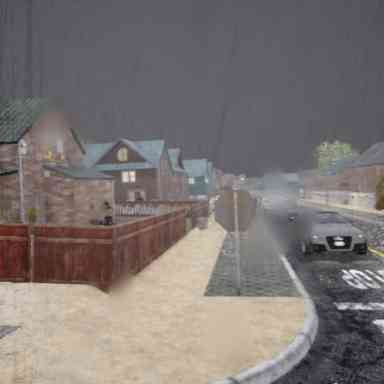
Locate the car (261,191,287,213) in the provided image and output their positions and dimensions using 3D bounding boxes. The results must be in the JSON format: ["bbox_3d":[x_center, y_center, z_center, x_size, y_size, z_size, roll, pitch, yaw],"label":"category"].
[{"bbox_3d":[8.085,0.952,33.009,2.150,2.045,5.566,-2,0,9],"label":"car"}]

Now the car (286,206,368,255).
[{"bbox_3d":[5.007,1.455,12.644,1.994,1.385,4.181,-2,0,8],"label":"car"}]

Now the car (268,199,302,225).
[{"bbox_3d":[6.495,1.379,22.476,1.994,1.385,4.181,-2,0,8],"label":"car"}]
